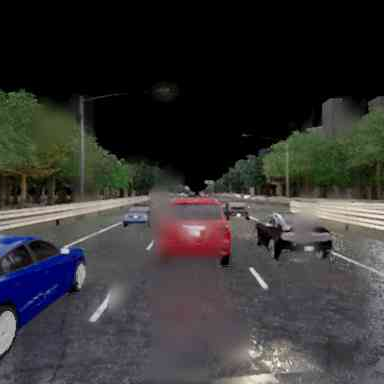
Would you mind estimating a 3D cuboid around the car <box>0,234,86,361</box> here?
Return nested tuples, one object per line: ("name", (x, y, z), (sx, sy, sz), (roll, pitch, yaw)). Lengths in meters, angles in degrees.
("car", (-3.450, 1.489, 5.922), (1.882, 1.535, 5.008), (0, 0, 1))

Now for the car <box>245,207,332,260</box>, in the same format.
("car", (3.585, 1.515, 12.574), (2.128, 1.511, 4.902), (0, 0, 0))

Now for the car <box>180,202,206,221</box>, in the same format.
("car", (0.092, 1.573, 28.339), (1.994, 1.385, 4.181), (0, 0, 0))

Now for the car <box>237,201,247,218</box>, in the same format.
("car", (3.592, 1.515, 27.929), (1.837, 1.490, 4.892), (0, 0, 0))

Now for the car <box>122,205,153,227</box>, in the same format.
("car", (-3.436, 1.570, 22.959), (2.033, 1.411, 5.357), (0, 0, 1))

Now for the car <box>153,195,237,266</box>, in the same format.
("car", (0.086, 1.242, 11.831), (2.150, 2.045, 5.566), (0, 0, 0))
